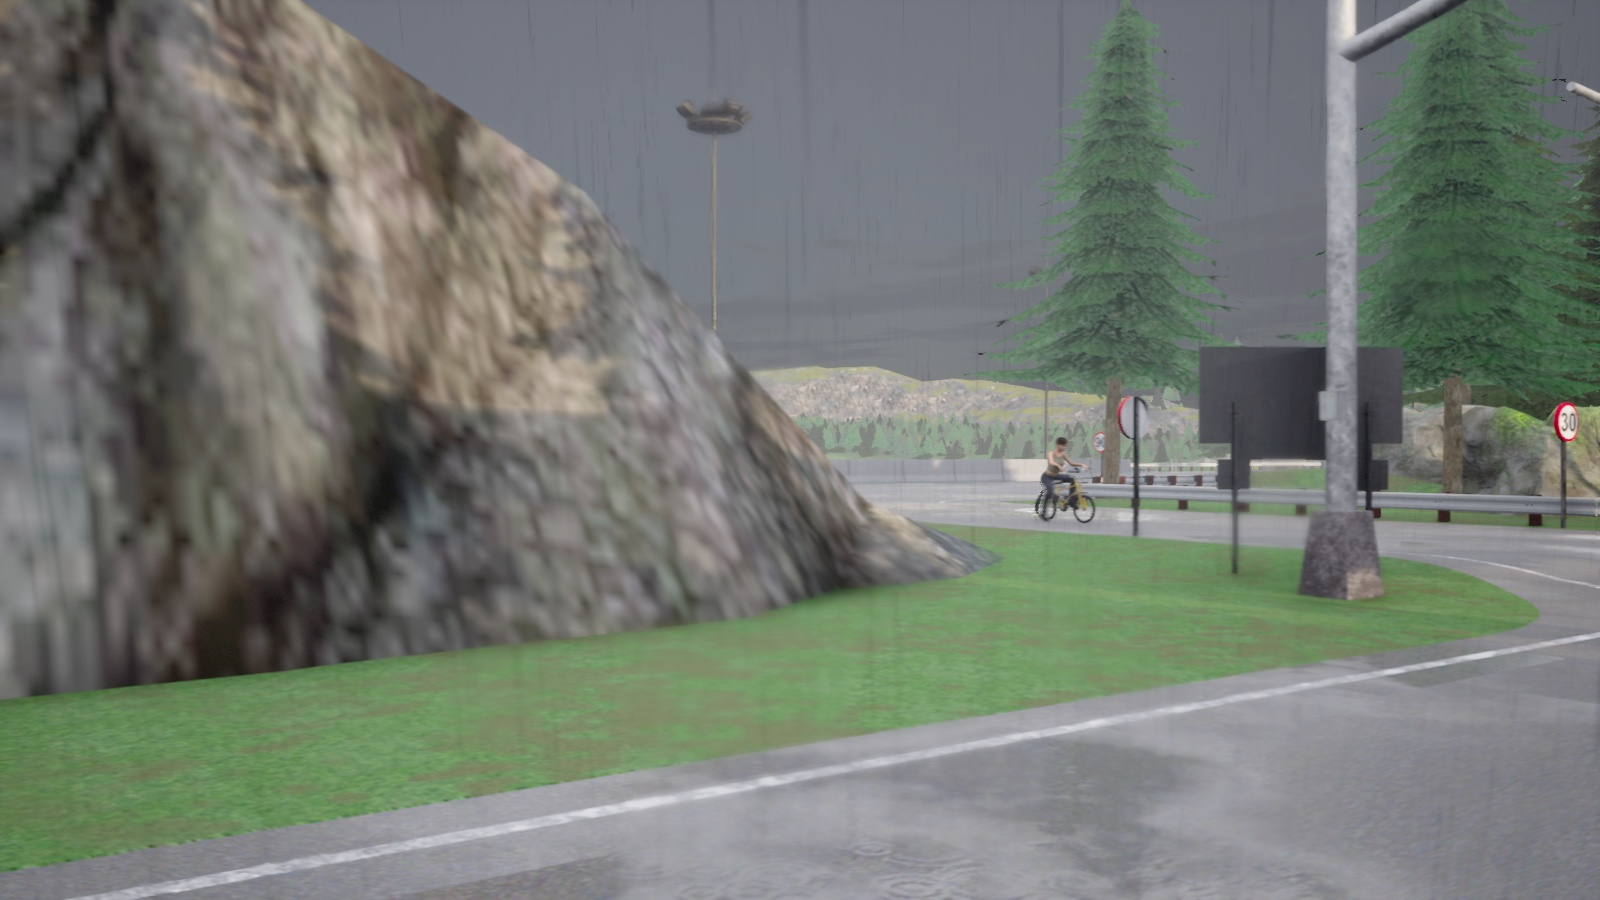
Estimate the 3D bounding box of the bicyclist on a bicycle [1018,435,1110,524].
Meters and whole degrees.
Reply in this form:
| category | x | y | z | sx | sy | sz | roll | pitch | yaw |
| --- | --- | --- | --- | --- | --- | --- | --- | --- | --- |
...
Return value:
| category | x | y | z | sx | sy | sz | roll | pitch | yaw |
| --- | --- | --- | --- | --- | --- | --- | --- | --- | --- |
| bicyclist on a bicycle | 4.960 | 0.537 | 23.648 | 0.866 | 1.612 | 1.509 | 0 | 0 | -35 |
